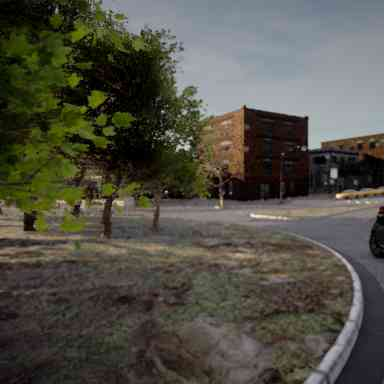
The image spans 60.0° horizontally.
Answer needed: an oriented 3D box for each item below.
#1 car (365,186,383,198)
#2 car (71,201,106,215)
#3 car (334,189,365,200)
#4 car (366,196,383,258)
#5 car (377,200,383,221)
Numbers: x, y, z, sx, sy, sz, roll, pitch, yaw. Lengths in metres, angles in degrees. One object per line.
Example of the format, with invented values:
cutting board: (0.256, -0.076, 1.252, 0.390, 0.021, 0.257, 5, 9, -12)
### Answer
car: (29.687, 0.071, 56.625, 5.366, 1.575, 1.946, -4, 2, -33)
car: (-9.957, 1.637, 33.958, 4.674, 1.442, 1.812, 0, -1, 7)
car: (25.079, 0.380, 53.596, 5.366, 1.575, 1.946, -4, 2, -33)
car: (7.008, 1.279, 9.789, 2.150, 2.045, 5.566, 0, 0, 16)
car: (17.263, 1.458, 27.829, 1.882, 1.535, 5.008, 0, 1, 44)
